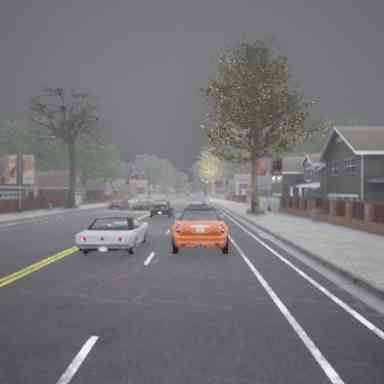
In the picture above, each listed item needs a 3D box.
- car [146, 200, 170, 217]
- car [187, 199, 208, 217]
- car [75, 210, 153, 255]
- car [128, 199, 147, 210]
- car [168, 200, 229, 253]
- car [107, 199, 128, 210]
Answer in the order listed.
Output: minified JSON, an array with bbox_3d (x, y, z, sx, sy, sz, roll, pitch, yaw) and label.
[{"bbox_3d":[-2.716,1.521,30.749,1.837,1.490,4.892,0,0,1],"label":"car"},{"bbox_3d":[0.547,1.496,32.133,1.882,1.535,5.008,0,0,1],"label":"car"},{"bbox_3d":[-2.932,1.607,13.281,1.895,1.301,4.718,0,0,1],"label":"car"},{"bbox_3d":[-6.034,1.591,40.386,1.994,1.385,4.181,0,0,1],"label":"car"},{"bbox_3d":[0.325,1.359,13.875,2.097,1.767,4.553,0,0,1],"label":"car"},{"bbox_3d":[-9.255,1.577,42.538,2.033,1.411,5.357,0,0,1],"label":"car"}]
